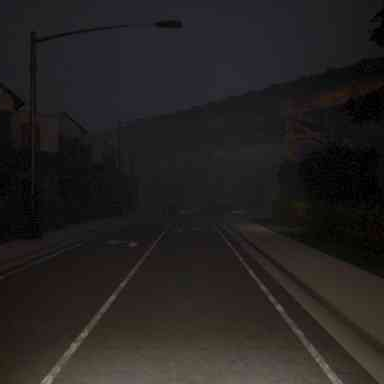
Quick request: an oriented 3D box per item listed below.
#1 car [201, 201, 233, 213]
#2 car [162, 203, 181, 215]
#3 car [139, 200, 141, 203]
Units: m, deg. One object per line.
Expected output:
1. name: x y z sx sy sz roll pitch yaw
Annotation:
1. car: 3.460 1.933 45.064 4.553 1.767 2.097 1 -1 -38
2. car: -2.560 2.069 42.152 1.812 1.442 4.674 0 -1 7
3. car: -16.838 2.640 92.187 4.974 1.542 2.038 0 -1 -15
